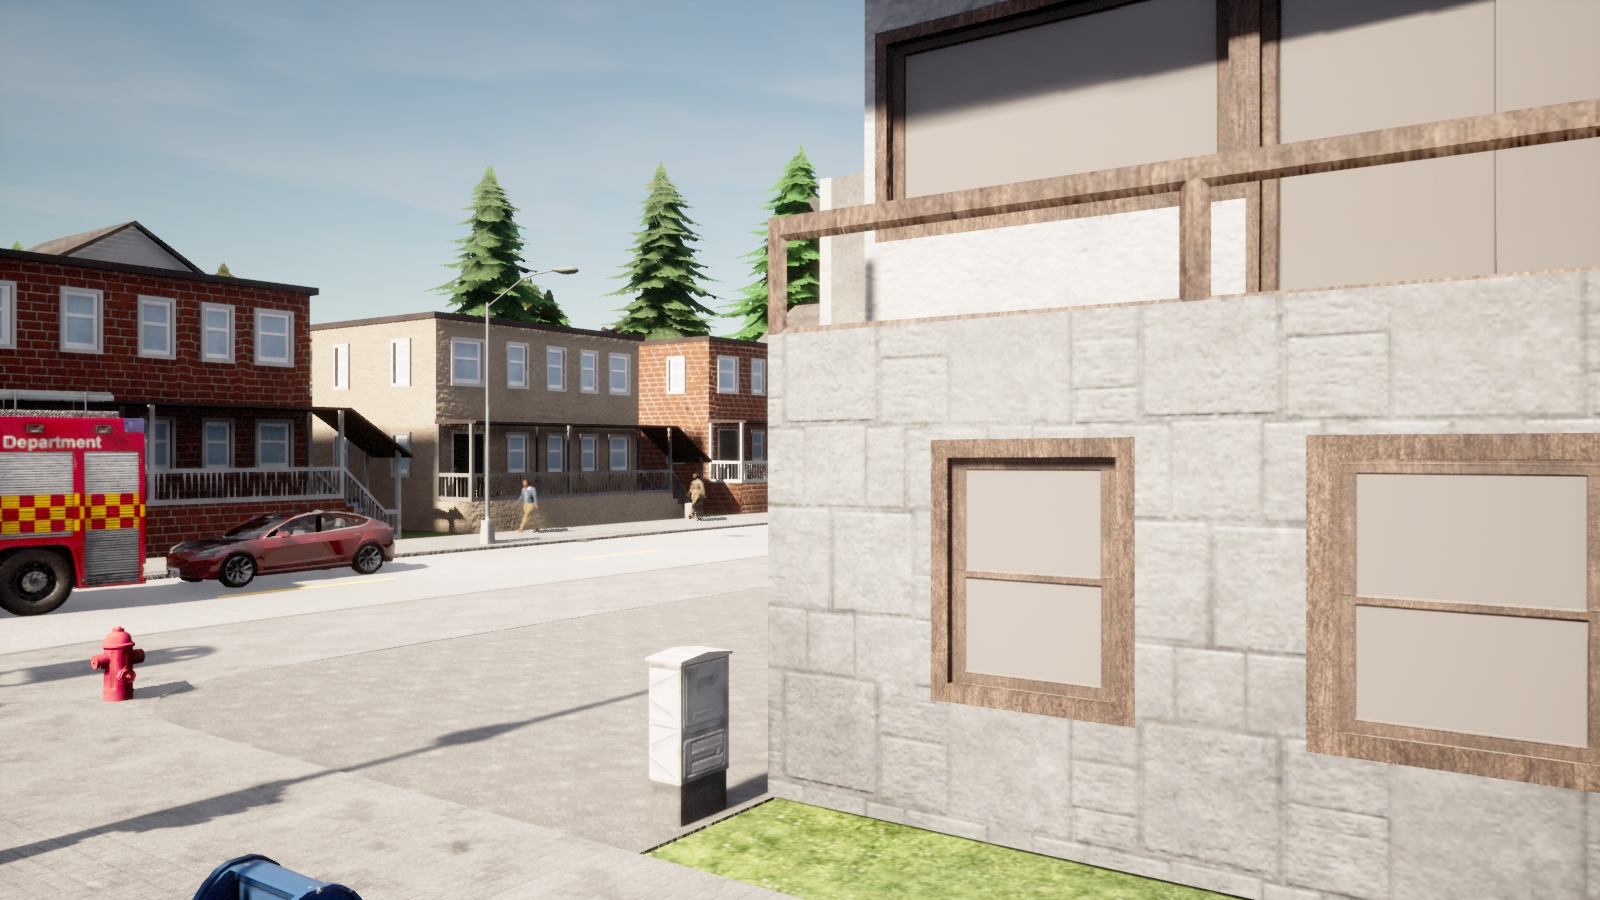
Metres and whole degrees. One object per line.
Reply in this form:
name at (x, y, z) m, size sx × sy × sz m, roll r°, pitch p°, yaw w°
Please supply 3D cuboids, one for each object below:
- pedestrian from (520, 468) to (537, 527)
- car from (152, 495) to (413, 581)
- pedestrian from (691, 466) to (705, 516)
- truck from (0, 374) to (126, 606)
pedestrian at (-8.719, 1.524, 36.643) m, size 0.375 × 1.860 × 0.375 m, roll 0°, pitch 0°, yaw 35°
car at (-11.222, 1.843, 25.100) m, size 2.163 × 1.488 × 4.792 m, roll 0°, pitch 0°, yaw 35°
pedestrian at (-3.844, 1.524, 42.921) m, size 0.375 × 1.860 × 0.375 m, roll 0°, pitch 0°, yaw 32°
truck at (-15.862, 0.669, 18.088) m, size 2.891 × 3.827 × 8.468 m, roll 0°, pitch 0°, yaw 45°
